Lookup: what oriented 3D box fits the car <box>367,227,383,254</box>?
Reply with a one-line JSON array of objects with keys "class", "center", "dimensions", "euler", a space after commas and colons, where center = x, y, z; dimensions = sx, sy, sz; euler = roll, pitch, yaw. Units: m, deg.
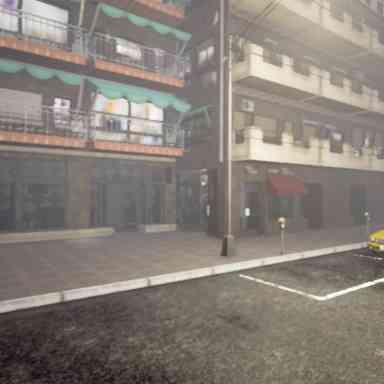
[{"class": "car", "center": [8.437, 1.577, 12.573], "dimensions": [4.829, 1.417, 1.752], "euler": [0, 0, -35]}]
